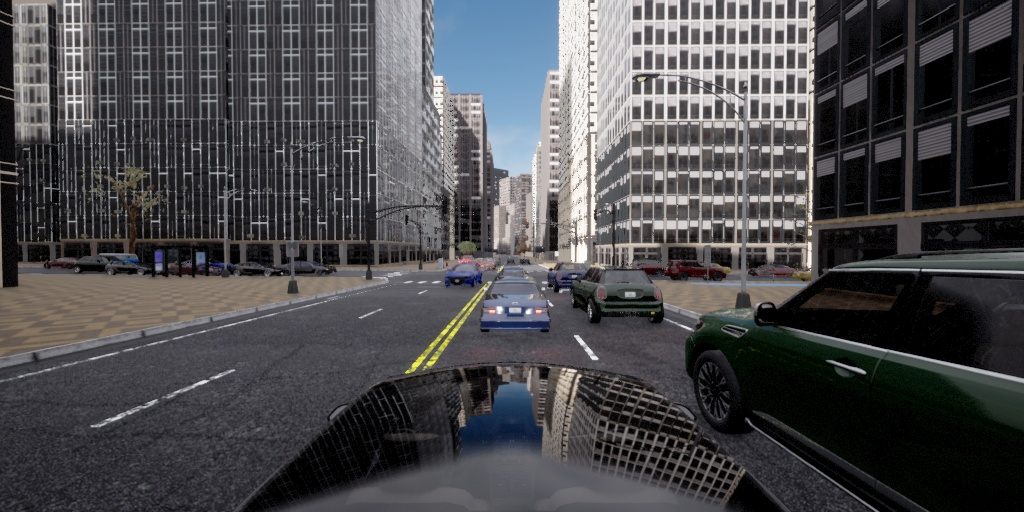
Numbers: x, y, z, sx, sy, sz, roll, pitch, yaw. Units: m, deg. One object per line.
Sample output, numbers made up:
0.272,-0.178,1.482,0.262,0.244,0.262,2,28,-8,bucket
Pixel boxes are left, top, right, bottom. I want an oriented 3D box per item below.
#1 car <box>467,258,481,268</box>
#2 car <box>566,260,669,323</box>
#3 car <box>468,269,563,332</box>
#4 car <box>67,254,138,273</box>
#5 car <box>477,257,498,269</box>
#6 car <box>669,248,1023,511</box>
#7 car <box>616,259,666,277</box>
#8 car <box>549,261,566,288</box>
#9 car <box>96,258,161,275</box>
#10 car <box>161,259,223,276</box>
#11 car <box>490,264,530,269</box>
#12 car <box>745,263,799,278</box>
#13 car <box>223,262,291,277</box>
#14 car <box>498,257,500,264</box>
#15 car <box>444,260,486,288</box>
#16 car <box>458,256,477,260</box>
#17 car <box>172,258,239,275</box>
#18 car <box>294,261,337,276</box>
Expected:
-6.713,1.200,63.692,1.882,1.535,5.008,0,0,1,car
3.324,1.101,12.212,2.097,1.767,4.553,0,0,0,car
0.079,1.296,10.765,2.033,1.411,5.357,0,0,0,car
-39.883,0.772,35.211,4.553,1.767,2.097,1,1,1,car
-3.436,1.084,51.203,2.097,1.767,4.553,0,0,-1,car
3.345,0.971,2.366,2.150,2.045,5.566,0,0,0,car
13.451,1.199,37.666,4.553,1.767,2.097,1,1,2,car
3.302,1.098,21.077,2.097,1.767,4.553,0,0,0,car
-34.172,1.080,32.470,4.313,1.339,1.948,0,0,1,car
-28.491,1.148,32.310,4.207,1.307,1.802,0,0,1,car
0.053,1.311,20.009,1.994,1.385,4.181,0,0,0,car
27.021,1.532,37.376,4.181,1.385,1.994,1,1,1,car
-22.807,1.184,32.191,4.313,1.339,1.948,0,0,1,car
-3.476,1.251,60.047,1.812,1.442,4.674,0,0,0,car
-3.134,1.221,23.821,1.882,1.535,5.008,0,0,3,car
-6.717,0.952,53.347,2.150,2.045,5.566,0,0,0,car
-29.853,0.989,35.026,5.008,1.535,1.882,1,1,1,car
-19.992,1.148,34.849,5.357,1.411,2.033,1,1,1,car
